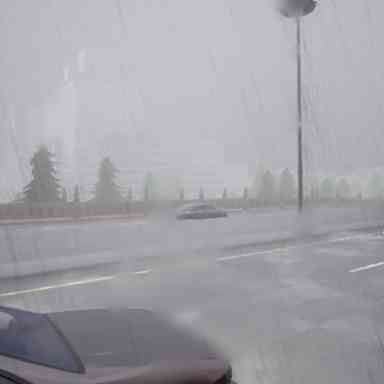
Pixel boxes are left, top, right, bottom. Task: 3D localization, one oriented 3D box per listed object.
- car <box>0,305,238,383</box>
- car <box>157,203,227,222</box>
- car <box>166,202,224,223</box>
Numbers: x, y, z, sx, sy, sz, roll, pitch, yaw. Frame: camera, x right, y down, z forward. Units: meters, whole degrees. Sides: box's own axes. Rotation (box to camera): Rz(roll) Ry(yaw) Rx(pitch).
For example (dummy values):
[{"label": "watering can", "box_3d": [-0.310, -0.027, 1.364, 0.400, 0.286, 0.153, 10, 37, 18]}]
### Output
[{"label": "car", "box_3d": [-2.163, 1.564, 2.249, 5.357, 1.411, 2.033, 0, 0, -35]}, {"label": "car", "box_3d": [0.071, 1.483, 21.316, 4.892, 1.490, 1.837, 0, 0, -36]}, {"label": "car", "box_3d": [0.268, 1.536, 25.776, 4.181, 1.385, 1.994, 0, 0, -36]}]
